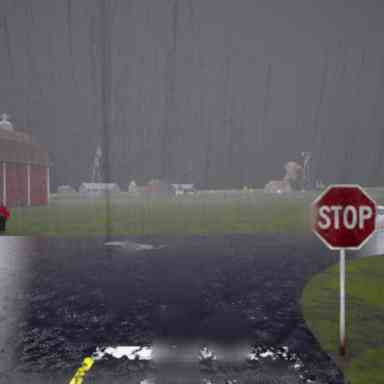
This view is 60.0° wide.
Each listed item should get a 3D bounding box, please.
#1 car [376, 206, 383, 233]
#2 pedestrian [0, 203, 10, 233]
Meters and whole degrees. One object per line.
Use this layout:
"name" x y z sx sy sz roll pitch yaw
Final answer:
"car" 8.188 1.377 16.068 4.674 1.442 1.812 -1 -1 -7
"pedestrian" -11.187 1.489 19.678 0.375 1.860 0.375 0 0 4
